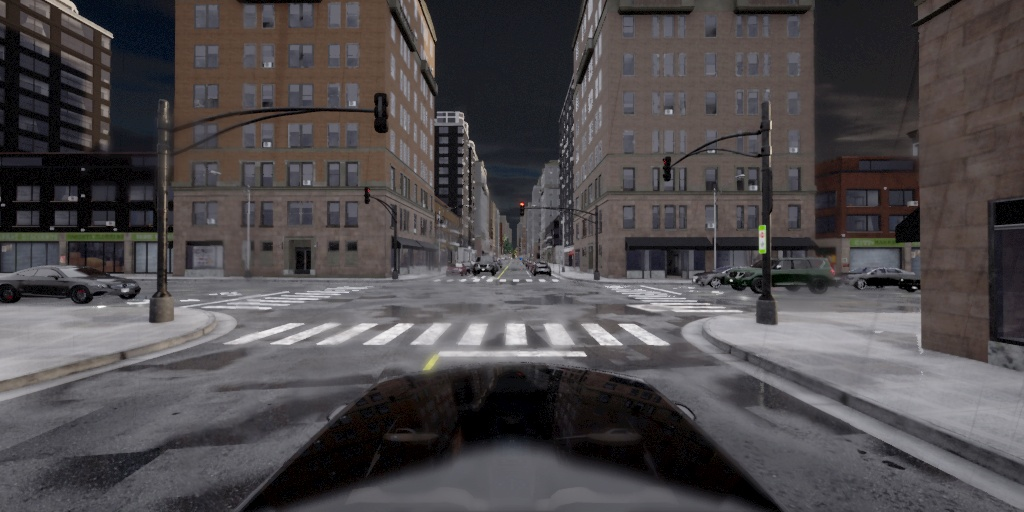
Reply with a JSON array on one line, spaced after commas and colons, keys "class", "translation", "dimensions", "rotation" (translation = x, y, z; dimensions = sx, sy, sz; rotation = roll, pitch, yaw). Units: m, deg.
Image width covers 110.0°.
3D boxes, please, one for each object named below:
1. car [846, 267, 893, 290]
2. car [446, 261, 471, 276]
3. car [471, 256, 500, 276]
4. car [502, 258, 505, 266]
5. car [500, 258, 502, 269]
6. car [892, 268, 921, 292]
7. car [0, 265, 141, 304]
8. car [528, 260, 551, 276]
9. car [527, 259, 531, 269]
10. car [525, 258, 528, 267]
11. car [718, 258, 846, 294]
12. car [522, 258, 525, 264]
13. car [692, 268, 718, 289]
[{"class": "car", "translation": [24.229, 1.464, 24.189], "dimensions": [4.902, 1.511, 2.128], "rotation": [0, -1, 0]}, {"class": "car", "translation": [-5.561, 1.336, 36.319], "dimensions": [1.802, 1.307, 4.207], "rotation": [0, 0, 1]}, {"class": "car", "translation": [-2.784, 0.976, 37.826], "dimensions": [2.150, 2.045, 5.566], "rotation": [0, 0, 1]}, {"class": "car", "translation": [-2.525, 1.353, 58.170], "dimensions": [1.895, 1.301, 4.718], "rotation": [0, 0, 1]}, {"class": "car", "translation": [-2.661, 1.258, 47.914], "dimensions": [1.837, 1.490, 4.892], "rotation": [0, 0, 1]}, {"class": "car", "translation": [25.716, 1.551, 20.933], "dimensions": [4.718, 1.301, 1.895], "rotation": [0, -1, 0]}, {"class": "car", "translation": [-17.929, 1.106, 14.506], "dimensions": [4.674, 1.442, 1.812], "rotation": [0, -1, 1]}, {"class": "car", "translation": [2.965, 1.319, 36.219], "dimensions": [1.948, 1.339, 4.313], "rotation": [0, 0, 1]}, {"class": "car", "translation": [3.033, 1.298, 41.749], "dimensions": [1.888, 1.381, 4.507], "rotation": [0, 0, 1]}, {"class": "car", "translation": [3.100, 1.303, 47.279], "dimensions": [2.007, 1.370, 4.403], "rotation": [0, 0, 1]}, {"class": "car", "translation": [15.614, 1.105, 20.998], "dimensions": [5.566, 2.045, 2.150], "rotation": [0, -1, 0]}, {"class": "car", "translation": [3.303, 1.316, 63.870], "dimensions": [1.948, 1.339, 4.313], "rotation": [0, 0, 1]}, {"class": "car", "translation": [14.824, 1.402, 24.245], "dimensions": [4.902, 1.511, 2.128], "rotation": [0, -1, 2]}]
